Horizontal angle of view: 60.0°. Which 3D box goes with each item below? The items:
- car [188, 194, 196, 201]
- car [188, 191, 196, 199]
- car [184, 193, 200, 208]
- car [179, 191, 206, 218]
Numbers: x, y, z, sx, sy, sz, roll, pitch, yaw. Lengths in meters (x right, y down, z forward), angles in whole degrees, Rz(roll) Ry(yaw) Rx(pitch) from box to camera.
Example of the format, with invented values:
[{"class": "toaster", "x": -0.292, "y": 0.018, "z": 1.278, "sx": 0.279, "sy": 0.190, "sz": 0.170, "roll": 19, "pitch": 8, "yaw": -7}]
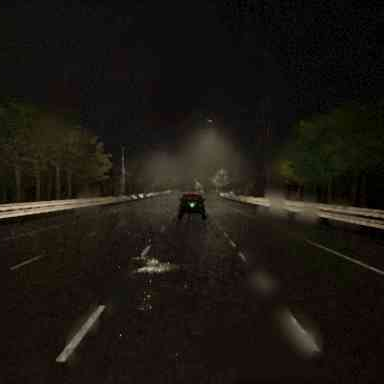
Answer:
[{"class": "car", "x": 0.023, "y": 1.241, "z": 72.150, "sx": 1.812, "sy": 1.442, "sz": 4.674, "roll": 0, "pitch": 1, "yaw": 0}, {"class": "car", "x": 0.029, "y": 0.741, "z": 93.885, "sx": 2.150, "sy": 2.045, "sz": 5.566, "roll": 0, "pitch": 1, "yaw": 0}, {"class": "car", "x": 0.013, "y": 1.114, "z": 46.215, "sx": 2.150, "sy": 2.045, "sz": 5.566, "roll": 0, "pitch": 0, "yaw": 0}, {"class": "car", "x": 0.009, "y": 1.161, "z": 29.063, "sx": 2.150, "sy": 2.045, "sz": 5.566, "roll": 0, "pitch": 0, "yaw": 0}]
